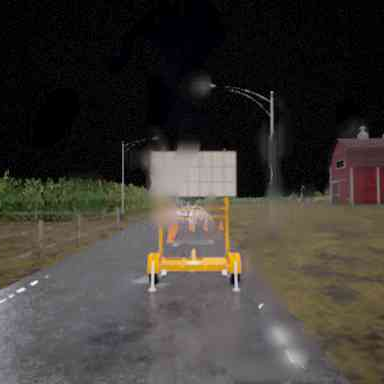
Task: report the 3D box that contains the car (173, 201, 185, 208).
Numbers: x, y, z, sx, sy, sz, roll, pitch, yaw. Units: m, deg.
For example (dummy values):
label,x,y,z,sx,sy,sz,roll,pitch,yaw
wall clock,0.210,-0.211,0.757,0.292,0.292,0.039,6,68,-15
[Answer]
label,x,y,z,sx,sy,sz,roll,pitch,yaw
car,-2.450,2.459,63.407,1.837,1.490,4.892,0,-1,0

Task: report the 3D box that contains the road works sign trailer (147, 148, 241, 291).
label,x,y,z,sx,sy,sz,roll,pitch,yaw
road works sign trailer,0.055,0.571,9.303,2.380,3.560,2.880,0,-1,0
